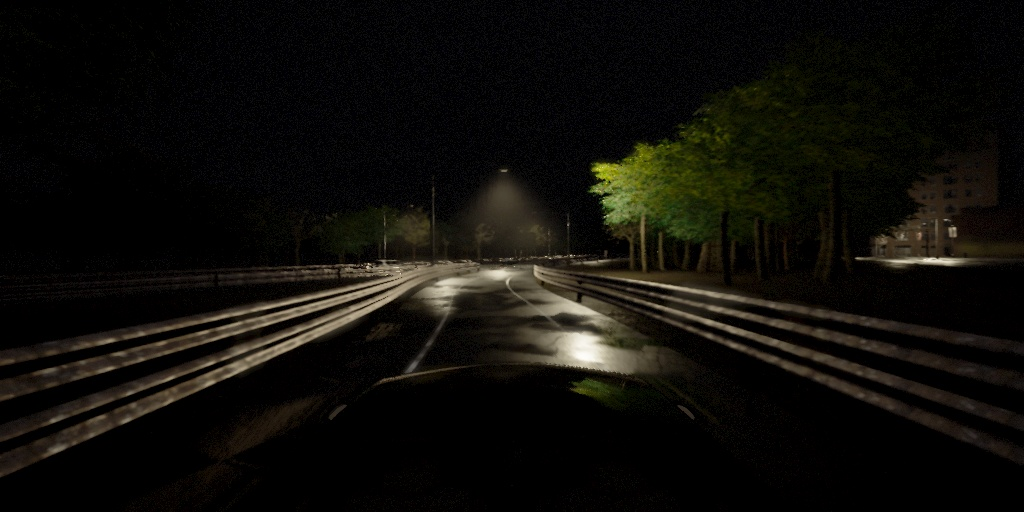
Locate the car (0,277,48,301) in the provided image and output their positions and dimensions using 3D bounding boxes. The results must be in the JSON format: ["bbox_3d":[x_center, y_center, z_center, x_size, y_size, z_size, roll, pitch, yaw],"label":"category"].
[{"bbox_3d":[-33.934,2.118,23.358,2.097,1.767,4.553,0,1,34],"label":"car"}]

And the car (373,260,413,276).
[{"bbox_3d":[-16.272,1.542,49.130,2.150,2.045,5.566,0,1,34],"label":"car"}]
